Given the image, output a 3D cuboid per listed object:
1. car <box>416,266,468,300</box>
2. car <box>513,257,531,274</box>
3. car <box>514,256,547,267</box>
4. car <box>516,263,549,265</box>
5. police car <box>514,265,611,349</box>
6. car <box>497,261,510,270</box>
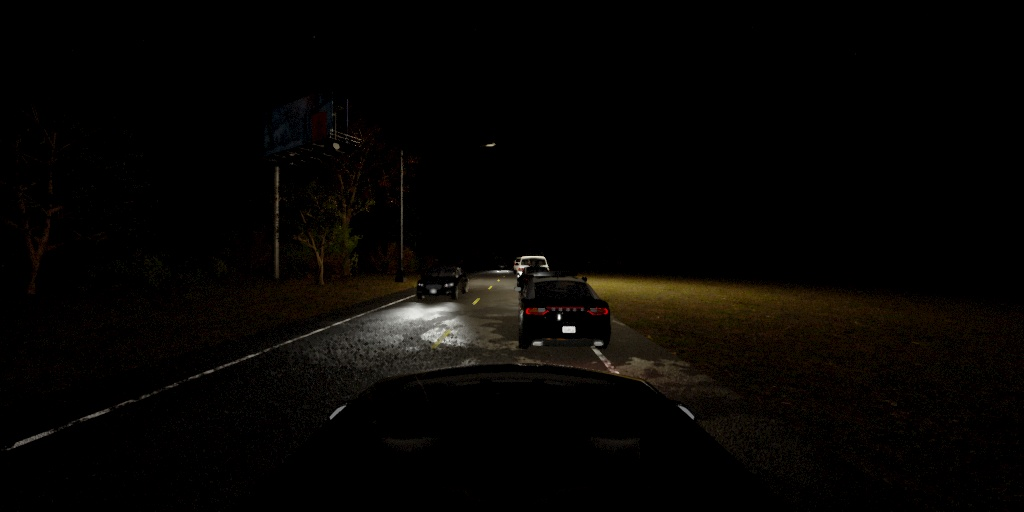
[{"bbox_3d":[-3.378,1.278,18.052,2.128,1.511,4.902,0,0,1],"label":"car"},{"bbox_3d":[1.392,1.203,46.526,2.150,2.045,5.566,0,0,4],"label":"car"},{"bbox_3d":[1.445,1.044,25.181,2.150,2.045,5.566,0,0,2],"label":"car"},{"bbox_3d":[1.276,1.296,19.172,1.837,1.490,4.892,0,0,1],"label":"car"},{"bbox_3d":[1.100,1.185,9.316,1.930,1.638,5.238,0,0,1],"label":"police car"},{"bbox_3d":[-1.400,1.582,58.876,2.128,1.511,4.902,0,0,4],"label":"car"}]
